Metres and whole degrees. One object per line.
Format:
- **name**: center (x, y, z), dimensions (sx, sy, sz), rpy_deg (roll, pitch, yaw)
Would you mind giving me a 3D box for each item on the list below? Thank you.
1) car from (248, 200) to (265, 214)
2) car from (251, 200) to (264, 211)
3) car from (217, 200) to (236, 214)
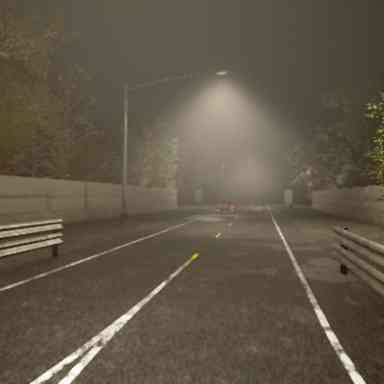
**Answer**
- **car**: center (8.194, 2.015, 42.210), dimensions (1.812, 1.442, 4.674), rpy_deg (1, -1, 12)
- **car**: center (10.239, 2.101, 51.935), dimensions (1.837, 1.490, 4.892), rpy_deg (1, 0, 12)
- **car**: center (4.333, 1.770, 41.182), dimensions (2.097, 1.767, 4.553), rpy_deg (2, 0, 12)
